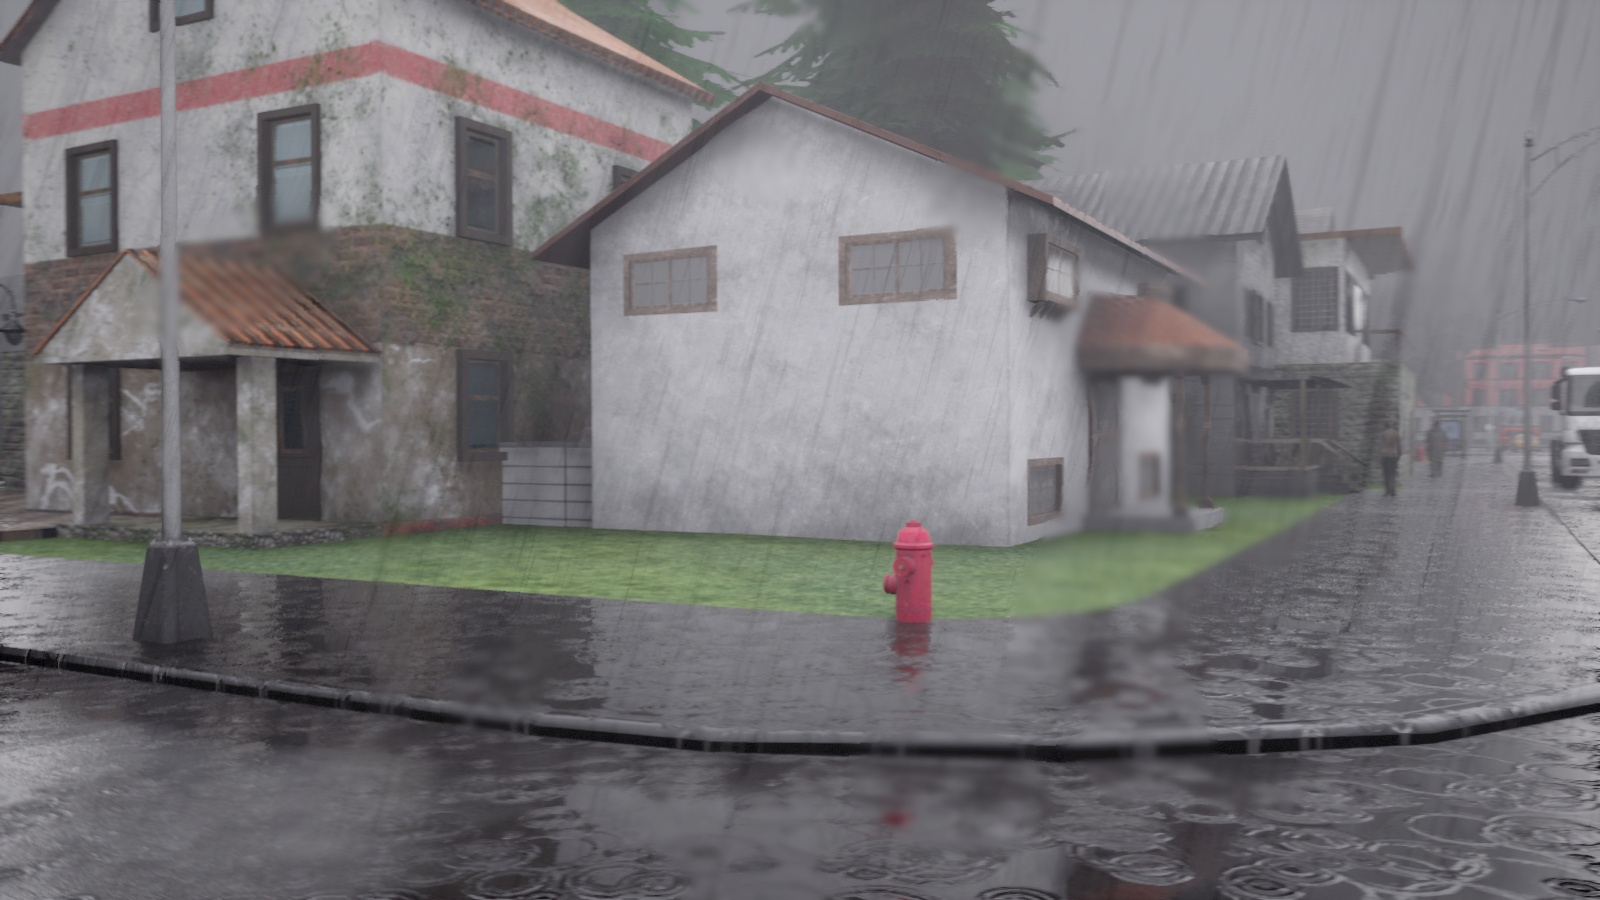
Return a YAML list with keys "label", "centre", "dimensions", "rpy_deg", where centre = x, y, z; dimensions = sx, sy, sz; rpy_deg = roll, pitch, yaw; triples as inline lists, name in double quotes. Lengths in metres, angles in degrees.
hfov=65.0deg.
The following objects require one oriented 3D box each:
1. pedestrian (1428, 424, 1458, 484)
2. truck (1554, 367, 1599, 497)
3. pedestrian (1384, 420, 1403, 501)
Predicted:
- label: "pedestrian"
  centre: [21.189, 0.114, 41.384]
  dimensions: [0.659, 1.952, 0.873]
  rpy_deg: [1, 1, 43]
- label: "truck"
  centre: [23.786, -0.502, 36.466]
  dimensions: [2.891, 3.462, 7.936]
  rpy_deg: [1, 1, 29]
- label: "pedestrian"
  centre: [13.718, 0.235, 29.033]
  dimensions: [0.331, 1.846, 0.634]
  rpy_deg: [1, 1, 20]
